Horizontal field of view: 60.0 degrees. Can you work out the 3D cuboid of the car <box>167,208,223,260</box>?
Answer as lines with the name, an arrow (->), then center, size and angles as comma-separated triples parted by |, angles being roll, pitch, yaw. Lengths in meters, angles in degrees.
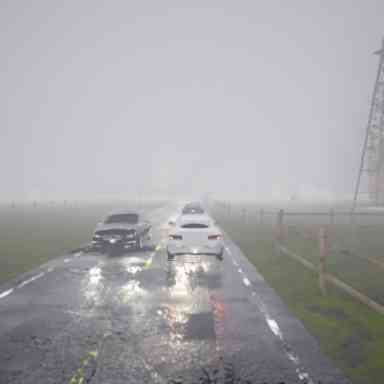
car -> 0.087, 1.537, 12.361 | 1.812, 1.442, 4.674 | 0, 0, 0

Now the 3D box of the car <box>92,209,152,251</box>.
car -> -2.847, 1.518, 14.323 | 1.837, 1.490, 4.892 | 0, 0, 0

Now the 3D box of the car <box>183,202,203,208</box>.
car -> 0.092, 1.589, 30.351 | 1.994, 1.385, 4.181 | 0, 0, 0
